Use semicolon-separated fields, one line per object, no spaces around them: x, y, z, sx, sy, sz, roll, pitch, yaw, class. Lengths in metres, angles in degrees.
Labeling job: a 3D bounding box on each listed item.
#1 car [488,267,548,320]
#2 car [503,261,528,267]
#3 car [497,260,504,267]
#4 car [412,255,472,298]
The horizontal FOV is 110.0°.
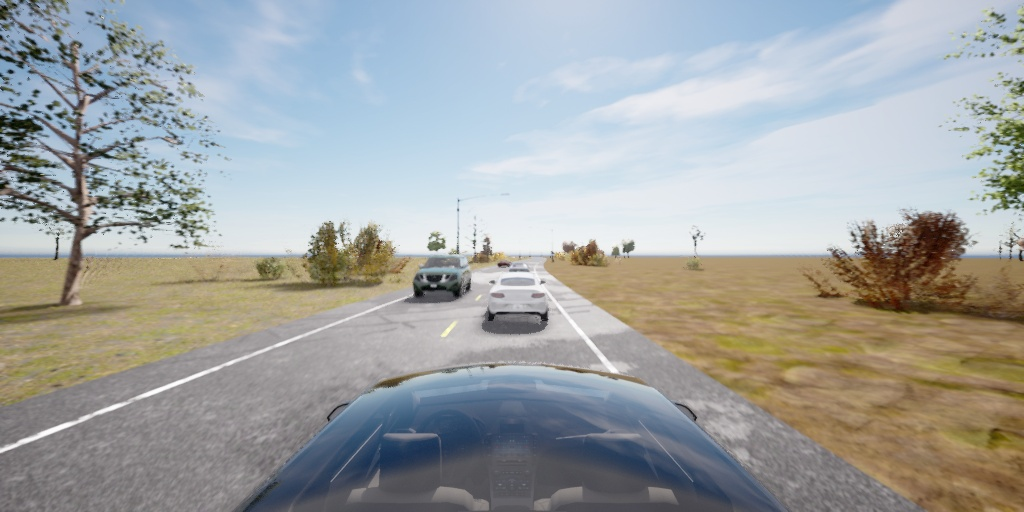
0.195;1.268;12.390;1.812;1.442;4.674;0;0;1;car
0.623;1.272;30.651;2.033;1.411;5.357;0;0;2;car
-1.399;1.298;61.231;1.895;1.301;4.718;0;0;5;car
-3.403;0.956;18.590;2.150;2.045;5.566;0;0;1;car
